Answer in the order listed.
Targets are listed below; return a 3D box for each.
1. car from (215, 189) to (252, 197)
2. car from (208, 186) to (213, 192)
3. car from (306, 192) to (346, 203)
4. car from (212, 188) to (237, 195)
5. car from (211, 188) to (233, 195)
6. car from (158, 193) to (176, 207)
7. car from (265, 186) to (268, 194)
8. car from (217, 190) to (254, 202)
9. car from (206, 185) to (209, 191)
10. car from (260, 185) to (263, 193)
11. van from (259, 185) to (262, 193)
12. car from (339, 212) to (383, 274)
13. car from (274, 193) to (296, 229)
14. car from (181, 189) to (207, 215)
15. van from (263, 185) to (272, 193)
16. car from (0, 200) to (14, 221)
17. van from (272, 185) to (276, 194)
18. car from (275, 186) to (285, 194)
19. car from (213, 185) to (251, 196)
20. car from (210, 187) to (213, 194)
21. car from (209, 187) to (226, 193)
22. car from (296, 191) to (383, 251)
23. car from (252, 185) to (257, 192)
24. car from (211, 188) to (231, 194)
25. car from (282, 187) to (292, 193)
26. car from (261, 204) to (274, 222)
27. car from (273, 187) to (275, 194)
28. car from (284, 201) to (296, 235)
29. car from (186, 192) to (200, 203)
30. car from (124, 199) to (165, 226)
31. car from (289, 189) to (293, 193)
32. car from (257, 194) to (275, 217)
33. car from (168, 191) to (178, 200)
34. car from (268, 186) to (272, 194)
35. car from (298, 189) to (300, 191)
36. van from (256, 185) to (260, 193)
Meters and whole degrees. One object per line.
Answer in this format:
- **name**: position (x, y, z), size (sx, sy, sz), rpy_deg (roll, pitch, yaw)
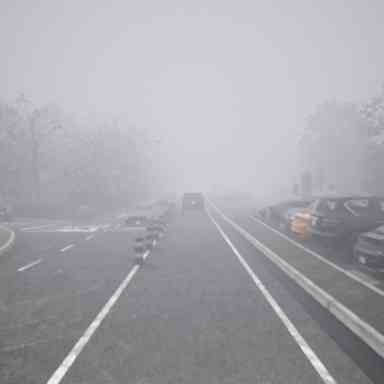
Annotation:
- **car**: position (6.815, 0.658, 54.825), size (5.008, 1.535, 2.097), rpy_deg (0, 2, 0)
- **car**: position (6.761, 0.041, 71.593), size (5.366, 1.575, 1.946), rpy_deg (0, 2, 0)
- **car**: position (19.840, 0.854, 49.298), size (5.008, 1.535, 2.097), rpy_deg (0, 2, 0)
- **car**: position (7.154, -0.051, 74.241), size (5.366, 1.575, 1.946), rpy_deg (0, 2, 0)
- **car**: position (6.985, -0.137, 77.008), size (4.892, 1.521, 2.231), rpy_deg (0, 2, 0)
- **car**: position (-3.354, 1.143, 40.357), size (1.895, 1.301, 4.718), rpy_deg (0, 2, 0)
- **car**: position (20.099, -0.110, 76.851), size (4.792, 1.488, 2.163), rpy_deg (0, 2, 0)
- **car**: position (6.758, 0.790, 52.052), size (4.792, 1.488, 2.163), rpy_deg (0, 2, 0)
- **car**: position (7.075, -0.507, 90.885), size (4.792, 1.488, 2.163), rpy_deg (0, 2, 0)
- **car**: position (20.120, -0.304, 82.385), size (5.008, 1.535, 2.097), rpy_deg (0, 2, 0)
- **van**: position (20.254, -0.608, 85.147), size (4.442, 1.987, 1.878), rpy_deg (0, 2, 0)
- **car**: position (6.676, 1.429, 8.304), size (4.892, 1.521, 2.231), rpy_deg (0, 1, 1)
- **car**: position (6.788, 1.109, 16.661), size (4.553, 1.767, 2.185), rpy_deg (0, 2, 1)
- **car**: position (0.091, 1.016, 31.873), size (2.150, 2.045, 5.566), rpy_deg (0, 1, 0)
- **van**: position (19.984, -0.449, 79.595), size (4.442, 1.987, 1.878), rpy_deg (0, 2, 0)
- **car**: position (-16.617, 1.269, 26.641), size (5.566, 2.045, 2.150), rpy_deg (0, -2, 33)
- **van**: position (20.142, -0.184, 71.434), size (4.442, 1.987, 1.878), rpy_deg (0, 2, 0)
- **car**: position (20.008, -0.004, 65.774), size (5.566, 2.045, 2.435), rpy_deg (0, 2, 0)
- **car**: position (6.861, 0.305, 57.590), size (5.566, 2.045, 2.435), rpy_deg (0, 2, 0)
- **car**: position (6.715, 0.247, 65.923), size (5.366, 1.575, 1.946), rpy_deg (0, 2, 0)
- **car**: position (7.098, -0.585, 93.660), size (4.792, 1.488, 2.163), rpy_deg (0, 2, 0)
- **car**: position (6.735, 1.122, 11.088), size (5.566, 2.045, 2.435), rpy_deg (0, 1, 1)
- **car**: position (20.155, -0.789, 90.685), size (5.566, 2.045, 2.435), rpy_deg (0, 2, 0)
- **car**: position (7.066, -0.273, 82.559), size (4.792, 1.488, 2.163), rpy_deg (0, 2, 0)
- **car**: position (19.749, 0.448, 60.249), size (5.366, 1.575, 1.946), rpy_deg (0, 2, 0)
- **car**: position (6.812, 1.183, 19.450), size (4.792, 1.488, 2.163), rpy_deg (0, 2, 1)
- **car**: position (19.974, 0.175, 68.552), size (4.792, 1.488, 2.163), rpy_deg (0, 2, 0)
- **car**: position (6.727, 1.308, 13.886), size (5.008, 1.535, 2.097), rpy_deg (0, 1, 1)
- **car**: position (0.088, 0.800, 49.899), size (1.994, 1.385, 4.181), rpy_deg (0, 2, 0)
- **car**: position (-3.360, 1.473, 23.287), size (2.033, 1.411, 5.357), rpy_deg (0, 1, 0)
- **car**: position (19.909, 0.593, 57.481), size (4.674, 1.452, 2.002), rpy_deg (0, 2, 0)
- **car**: position (6.778, 1.101, 22.233), size (4.792, 1.488, 2.163), rpy_deg (0, 2, 1)
- **car**: position (-3.317, 0.585, 56.074), size (2.033, 1.411, 5.357), rpy_deg (0, 2, 1)
- **car**: position (20.077, -0.025, 74.213), size (4.792, 1.488, 2.163), rpy_deg (0, 2, 0)
- **car**: position (19.860, 0.685, 54.713), size (4.792, 1.488, 2.163), rpy_deg (0, 2, 0)
- **van**: position (20.043, -0.685, 87.918), size (4.442, 1.987, 1.878), rpy_deg (0, 2, 0)
